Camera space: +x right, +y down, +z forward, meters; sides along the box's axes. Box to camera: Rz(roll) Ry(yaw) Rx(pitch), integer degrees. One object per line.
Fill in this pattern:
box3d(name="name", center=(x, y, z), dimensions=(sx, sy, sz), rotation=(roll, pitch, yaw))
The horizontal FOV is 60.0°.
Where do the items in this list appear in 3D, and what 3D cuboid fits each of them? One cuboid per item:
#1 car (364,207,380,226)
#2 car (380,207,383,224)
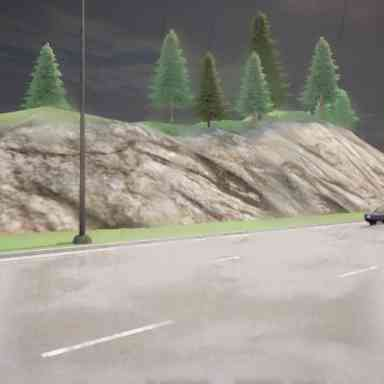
box3d(name="car", center=(13.440, 1.600, 21.981), dimensions=(4.718, 1.301, 1.895), rotation=(0, 0, -36))
box3d(name="car", center=(11.542, 1.477, 16.313), dimensions=(5.008, 1.535, 1.882), rotation=(0, 0, -36))
